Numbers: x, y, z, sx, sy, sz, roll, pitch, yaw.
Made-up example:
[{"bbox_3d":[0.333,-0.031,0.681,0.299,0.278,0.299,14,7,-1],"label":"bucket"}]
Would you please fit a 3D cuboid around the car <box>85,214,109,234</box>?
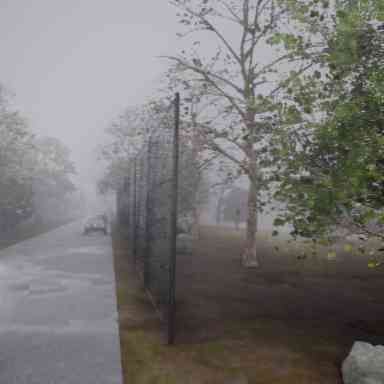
[{"bbox_3d":[-8.570,2.957,29.842,2.033,1.411,5.357,2,-3,-14],"label":"car"}]
